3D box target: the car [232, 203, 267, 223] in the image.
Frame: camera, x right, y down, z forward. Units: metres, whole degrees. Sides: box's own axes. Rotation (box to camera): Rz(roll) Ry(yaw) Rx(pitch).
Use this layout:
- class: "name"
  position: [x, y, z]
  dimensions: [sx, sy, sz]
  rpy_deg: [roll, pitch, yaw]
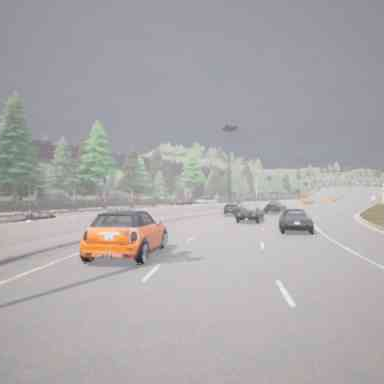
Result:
- class: "car"
  position: [4.957, 1.870, 28.123]
  dimensions: [1.895, 1.301, 4.718]
  rpy_deg: [0, -1, 18]

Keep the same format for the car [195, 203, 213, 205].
- class: "car"
  position: [2.160, 1.719, 55.546]
  dimensions: [2.150, 2.045, 5.566]
  rpy_deg: [0, -1, 31]

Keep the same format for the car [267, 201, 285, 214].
- class: "car"
  position: [10.280, 1.911, 40.852]
  dimensions: [1.837, 1.490, 4.892]
  rpy_deg: [0, 0, 27]

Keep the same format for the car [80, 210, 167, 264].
- class: "car"
  position: [-2.313, 1.451, 12.420]
  dimensions: [2.097, 1.767, 4.553]
  rpy_deg: [0, -1, 7]

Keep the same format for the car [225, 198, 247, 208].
- class: "car"
  position: [7.714, 1.895, 58.048]
  dimensions: [2.097, 1.767, 4.553]
  rpy_deg: [0, -1, 31]

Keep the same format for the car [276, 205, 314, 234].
- class: "car"
  position: [6.549, 1.781, 21.166]
  dimensions: [1.994, 1.385, 4.181]
  rpy_deg: [0, 0, 14]

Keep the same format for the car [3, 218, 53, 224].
- class: "car"
  position: [-8.779, 1.717, 17.749]
  dimensions: [1.895, 1.301, 4.718]
  rpy_deg: [0, -1, 11]

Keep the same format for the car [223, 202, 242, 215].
- class: "car"
  position: [5.067, 1.847, 38.015]
  dimensions: [2.128, 1.511, 4.902]
  rpy_deg: [0, -1, 24]

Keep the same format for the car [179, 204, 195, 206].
- class: "car"
  position: [-1.934, 1.954, 55.453]
  dimensions: [1.882, 1.535, 5.008]
  rpy_deg: [0, -1, 30]
